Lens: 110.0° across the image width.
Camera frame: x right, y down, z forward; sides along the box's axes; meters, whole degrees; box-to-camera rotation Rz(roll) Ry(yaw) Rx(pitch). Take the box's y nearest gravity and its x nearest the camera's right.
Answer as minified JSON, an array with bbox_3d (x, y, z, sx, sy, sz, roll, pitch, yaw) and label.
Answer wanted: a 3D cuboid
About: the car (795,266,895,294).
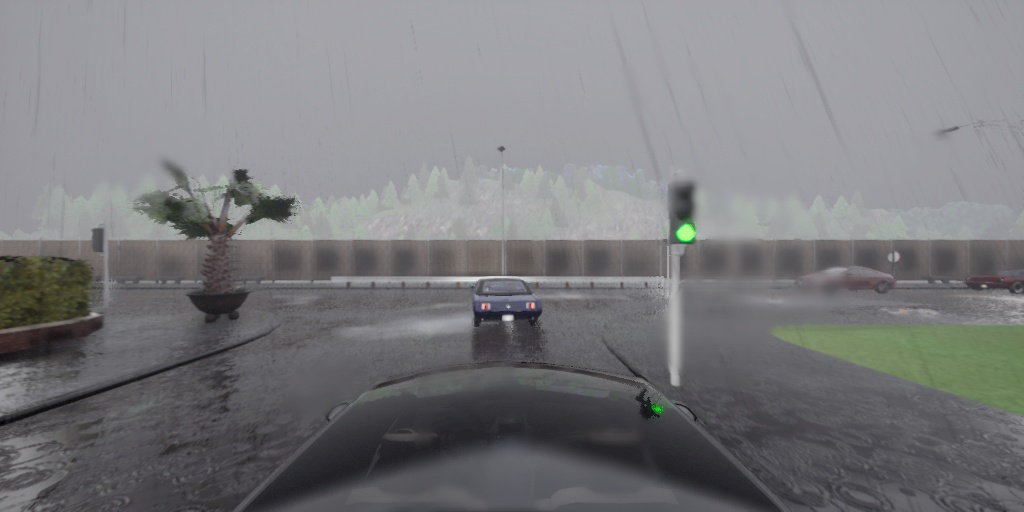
[{"bbox_3d":[18.532,1.300,20.014,4.674,1.442,1.812,0,0,-1],"label":"car"}]

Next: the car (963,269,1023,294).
[{"bbox_3d":[28.574,1.375,20.045,4.718,1.301,1.895,0,0,0],"label":"car"}]

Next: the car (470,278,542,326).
[{"bbox_3d":[-0.399,1.365,11.755,1.895,1.301,4.718,0,0,-8],"label":"car"}]
